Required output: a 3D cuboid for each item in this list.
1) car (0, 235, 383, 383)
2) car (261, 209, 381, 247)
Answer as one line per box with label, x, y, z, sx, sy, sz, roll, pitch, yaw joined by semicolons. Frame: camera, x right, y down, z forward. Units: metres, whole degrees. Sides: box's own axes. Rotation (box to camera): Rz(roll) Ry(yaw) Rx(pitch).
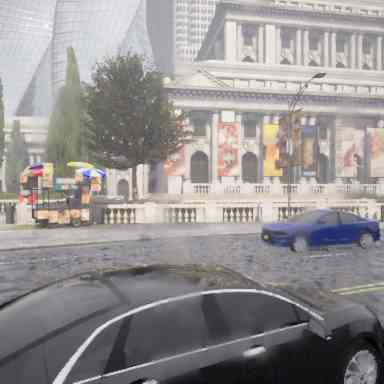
car;0.008;1.506;3.401;4.892;1.490;1.837;0;0;-32
car;5.249;1.477;13.610;5.008;1.535;1.882;0;0;-17
